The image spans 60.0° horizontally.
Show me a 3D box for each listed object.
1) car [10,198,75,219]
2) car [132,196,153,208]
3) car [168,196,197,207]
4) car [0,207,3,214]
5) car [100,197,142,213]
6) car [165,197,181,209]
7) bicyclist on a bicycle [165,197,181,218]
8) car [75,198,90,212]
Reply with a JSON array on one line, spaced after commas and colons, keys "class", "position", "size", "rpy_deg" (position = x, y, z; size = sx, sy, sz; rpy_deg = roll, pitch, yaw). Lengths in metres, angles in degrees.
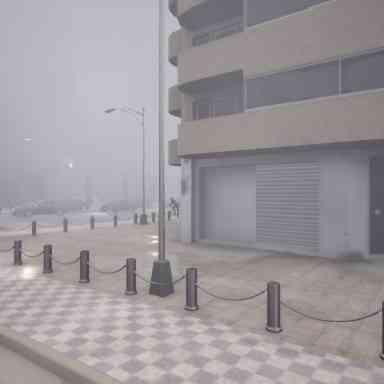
[{"class": "car", "position": [-13.203, 1.436, 29.043], "size": [2.128, 1.511, 4.902], "rpy_deg": [0, 0, 36]}, {"class": "car", "position": [-7.236, 1.296, 43.234], "size": [2.097, 1.767, 4.553], "rpy_deg": [0, 0, 36]}, {"class": "car", "position": [-1.382, 1.449, 51.286], "size": [1.837, 1.490, 4.892], "rpy_deg": [0, 0, 36]}, {"class": "car", "position": [-18.580, 1.545, 27.608], "size": [1.895, 1.301, 4.718], "rpy_deg": [0, 0, 36]}, {"class": "car", "position": [-7.972, 1.508, 36.262], "size": [1.994, 1.385, 4.181], "rpy_deg": [0, 0, 36]}, {"class": "car", "position": [-2.118, 1.508, 44.334], "size": [1.994, 1.385, 4.181], "rpy_deg": [0, 0, 36]}, {"class": "bicyclist on a bicycle", "position": [-1.503, 1.246, 26.473], "size": [1.656, 1.620, 0.582], "rpy_deg": [0, 0, 36]}, {"class": "car", "position": [-13.100, 1.449, 35.149], "size": [1.837, 1.490, 4.892], "rpy_deg": [0, 0, 36]}]
